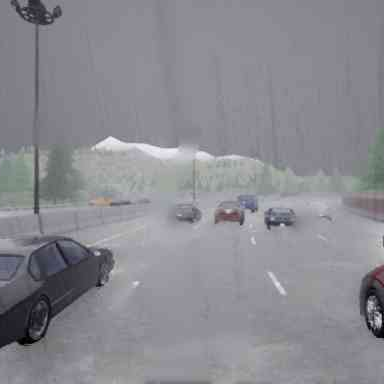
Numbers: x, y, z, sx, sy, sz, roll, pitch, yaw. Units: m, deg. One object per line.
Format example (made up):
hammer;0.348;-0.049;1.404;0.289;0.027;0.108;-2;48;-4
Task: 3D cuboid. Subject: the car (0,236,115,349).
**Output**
car;-3.105;1.570;6.397;2.033;1.411;5.357;0;0;4

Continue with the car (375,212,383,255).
car;7.734;1.516;10.142;1.882;1.535;5.008;0;0;5

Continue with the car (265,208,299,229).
car;5.841;1.681;22.138;1.895;1.301;4.718;0;0;10

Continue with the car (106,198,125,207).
car;-11.175;1.785;53.039;1.895;1.301;4.718;0;0;20

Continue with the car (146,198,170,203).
car;-4.518;1.726;50.862;2.033;1.411;5.357;0;0;20

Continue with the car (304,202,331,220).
car;10.925;1.631;29.062;1.812;1.442;4.674;0;0;13

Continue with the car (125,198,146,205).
car;-7.954;1.691;51.655;1.837;1.490;4.892;0;-1;20

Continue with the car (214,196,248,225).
car;2.960;1.445;25.392;2.097;1.767;4.553;0;0;10

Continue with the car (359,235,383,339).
car;3.802;1.367;3.728;2.097;1.767;4.553;0;0;2

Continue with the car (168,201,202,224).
car;-0.492;1.656;26.026;1.994;1.385;4.181;0;0;11

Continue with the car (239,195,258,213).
car;6.529;1.364;39.391;2.150;2.045;5.566;0;0;18

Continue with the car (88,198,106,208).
car;-14.731;1.663;53.495;1.882;1.535;5.008;0;-1;20
